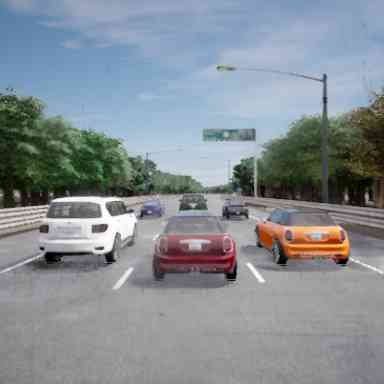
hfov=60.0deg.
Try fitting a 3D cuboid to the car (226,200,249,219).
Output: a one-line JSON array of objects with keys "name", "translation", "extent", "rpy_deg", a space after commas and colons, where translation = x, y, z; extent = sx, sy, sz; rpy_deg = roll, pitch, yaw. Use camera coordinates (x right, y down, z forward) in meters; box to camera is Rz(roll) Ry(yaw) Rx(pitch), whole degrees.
[{"name": "car", "translation": [3.586, 1.411, 28.136], "extent": [2.128, 1.511, 4.902], "rpy_deg": [0, 0, 0]}]

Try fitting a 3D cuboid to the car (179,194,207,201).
[{"name": "car", "translation": [0.089, 1.143, 27.292], "extent": [2.150, 2.045, 5.566], "rpy_deg": [0, 0, 0]}]

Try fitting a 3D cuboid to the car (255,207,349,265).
[{"name": "car", "translation": [3.587, 1.314, 11.703], "extent": [2.097, 1.767, 4.553], "rpy_deg": [0, 0, 0]}]

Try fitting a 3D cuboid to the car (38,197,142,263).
[{"name": "car", "translation": [-3.410, 1.184, 11.929], "extent": [2.150, 2.045, 5.566], "rpy_deg": [0, 0, 0]}]

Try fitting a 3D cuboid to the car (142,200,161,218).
[{"name": "car", "translation": [-3.412, 1.443, 29.200], "extent": [1.812, 1.442, 4.674], "rpy_deg": [0, 0, 0]}]

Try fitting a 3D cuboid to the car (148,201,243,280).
[{"name": "car", "translation": [0.083, 1.319, 10.038], "extent": [2.097, 1.767, 4.553], "rpy_deg": [0, 0, 0]}]
